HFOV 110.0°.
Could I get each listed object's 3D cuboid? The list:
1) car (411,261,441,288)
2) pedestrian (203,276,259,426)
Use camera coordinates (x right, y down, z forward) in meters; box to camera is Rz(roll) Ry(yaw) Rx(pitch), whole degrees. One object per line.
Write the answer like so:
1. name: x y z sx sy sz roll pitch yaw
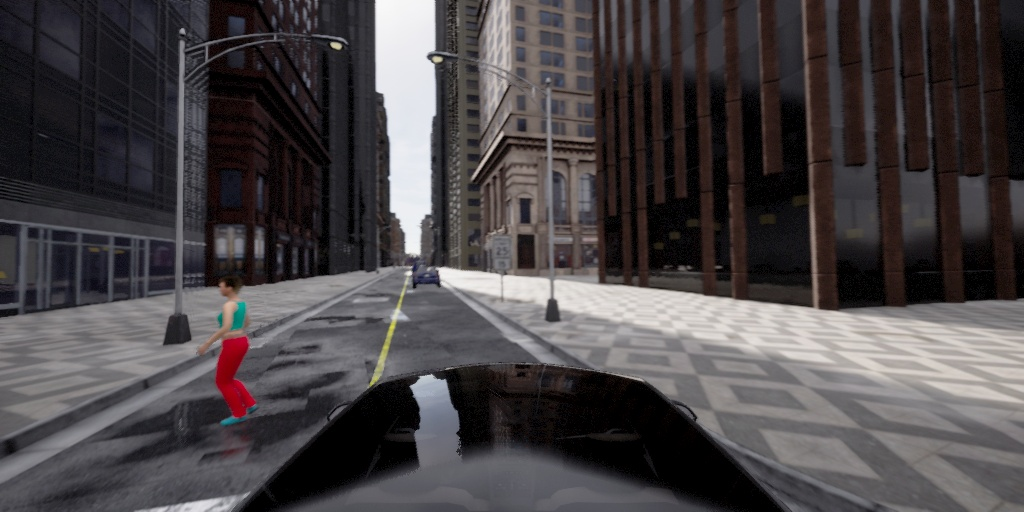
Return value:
1. car: -6.932 1.528 28.860 2.097 1.767 4.553 0 -1 -15
2. pedestrian: -3.451 1.112 4.435 0.375 1.860 0.375 1 -2 -15
